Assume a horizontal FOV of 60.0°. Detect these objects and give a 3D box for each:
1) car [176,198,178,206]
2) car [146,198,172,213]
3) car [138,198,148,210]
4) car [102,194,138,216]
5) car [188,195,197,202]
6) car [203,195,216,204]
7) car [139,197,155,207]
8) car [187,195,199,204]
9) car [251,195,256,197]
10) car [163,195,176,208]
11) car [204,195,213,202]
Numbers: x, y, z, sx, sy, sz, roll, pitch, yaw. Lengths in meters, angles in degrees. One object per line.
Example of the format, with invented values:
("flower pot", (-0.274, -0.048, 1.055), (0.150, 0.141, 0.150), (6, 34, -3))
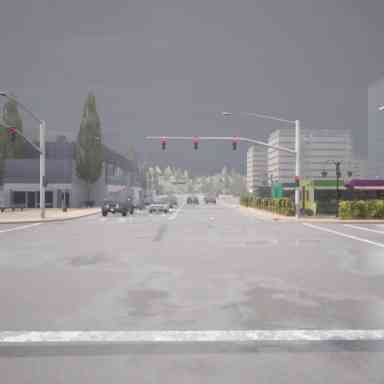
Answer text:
("car", (-3.540, 1.352, 55.904), (2.097, 1.767, 4.553), (0, 0, 0))
("car", (-3.572, 1.601, 36.725), (1.895, 1.301, 4.718), (0, 0, 0))
("car", (-7.067, 1.491, 42.275), (2.128, 1.511, 4.902), (0, 0, 0))
("car", (-7.088, 1.221, 32.387), (2.150, 2.045, 5.566), (0, 0, 1))
("car", (0.060, 1.478, 73.864), (1.882, 1.535, 5.008), (0, 0, 0))
("car", (3.549, 1.491, 63.596), (2.128, 1.511, 4.902), (0, 0, 0))
("car", (-7.050, 1.564, 52.232), (1.994, 1.385, 4.181), (0, 0, 0))
("car", (0.146, 1.351, 61.602), (2.097, 1.767, 4.553), (0, 0, -1))
("car", (17.836, 1.153, 86.753), (4.605, 1.855, 1.932), (0, 0, -1))
("car", (-3.563, 1.505, 46.040), (1.837, 1.490, 4.892), (0, 0, 0))
("car", (3.557, 1.397, 73.872), (1.812, 1.442, 4.674), (0, 0, 0))
